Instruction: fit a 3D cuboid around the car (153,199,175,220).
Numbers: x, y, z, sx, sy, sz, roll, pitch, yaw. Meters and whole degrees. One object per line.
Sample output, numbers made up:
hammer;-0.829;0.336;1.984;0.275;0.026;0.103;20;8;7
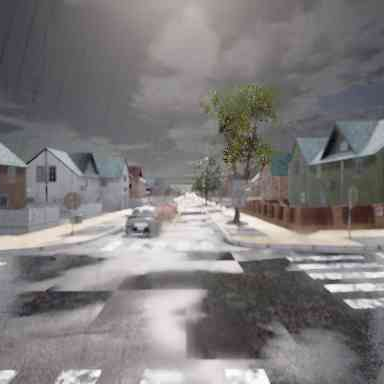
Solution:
car;-2.941;1.608;30.697;2.097;1.767;4.553;0;0;0

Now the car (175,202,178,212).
car;-2.970;1.716;43.569;2.097;1.767;4.553;0;0;-1

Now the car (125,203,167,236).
car;-2.793;1.657;19.714;2.128;1.511;4.902;0;-1;-3
